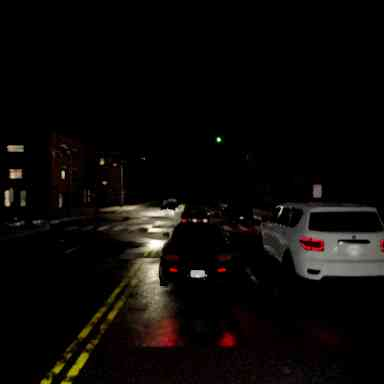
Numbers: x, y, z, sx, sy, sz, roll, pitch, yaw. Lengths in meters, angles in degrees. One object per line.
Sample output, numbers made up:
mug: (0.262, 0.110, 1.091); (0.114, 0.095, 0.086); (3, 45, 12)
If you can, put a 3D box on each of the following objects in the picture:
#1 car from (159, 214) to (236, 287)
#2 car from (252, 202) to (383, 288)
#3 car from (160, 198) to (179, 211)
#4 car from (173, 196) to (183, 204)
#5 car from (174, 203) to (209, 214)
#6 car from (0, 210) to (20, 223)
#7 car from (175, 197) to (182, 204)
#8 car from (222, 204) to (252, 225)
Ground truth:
car: (0.125, 1.586, 9.375); (1.812, 1.442, 4.674); (0, 0, 0)
car: (3.373, 1.284, 9.579); (2.150, 2.045, 5.566); (0, 0, 0)
car: (-3.249, 1.857, 46.337); (1.994, 1.385, 4.181); (0, 0, 0)
car: (-3.173, 1.831, 74.700); (2.097, 1.767, 4.553); (0, 0, 0)
car: (0.153, 1.682, 21.333); (2.033, 1.411, 5.357); (0, 0, 0)
car: (-18.114, 2.006, 29.125); (5.357, 1.411, 2.033); (-1, 0, -1)
car: (-3.241, 1.841, 55.116); (2.128, 1.511, 4.902); (0, 0, 0)
car: (3.419, 1.638, 25.316); (1.882, 1.535, 5.008); (0, 0, 0)
